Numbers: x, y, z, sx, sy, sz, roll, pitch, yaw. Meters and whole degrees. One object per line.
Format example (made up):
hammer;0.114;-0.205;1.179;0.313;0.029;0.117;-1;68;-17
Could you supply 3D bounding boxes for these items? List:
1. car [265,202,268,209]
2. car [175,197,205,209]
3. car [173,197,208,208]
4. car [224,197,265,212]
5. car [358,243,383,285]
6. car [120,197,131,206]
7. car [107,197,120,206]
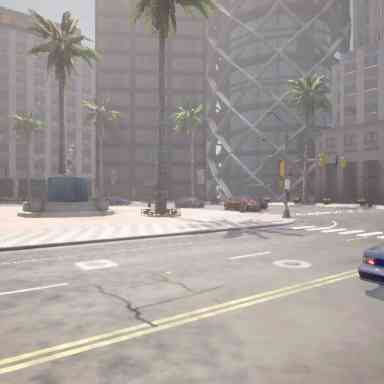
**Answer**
car;7.585;1.478;43.233;1.882;1.535;5.008;0;0;-41
car;-0.325;1.563;46.051;4.181;1.385;1.994;0;0;35
car;-0.288;1.492;50.241;4.902;1.511;2.128;0;0;31
car;5.940;1.352;39.669;2.097;1.767;4.553;0;0;-39
car;6.251;1.547;8.230;5.357;1.411;2.033;0;0;-35
car;-12.326;1.526;54.950;4.674;1.442;1.812;0;0;11
car;-14.147;1.601;51.733;4.718;1.301;1.895;0;0;7
